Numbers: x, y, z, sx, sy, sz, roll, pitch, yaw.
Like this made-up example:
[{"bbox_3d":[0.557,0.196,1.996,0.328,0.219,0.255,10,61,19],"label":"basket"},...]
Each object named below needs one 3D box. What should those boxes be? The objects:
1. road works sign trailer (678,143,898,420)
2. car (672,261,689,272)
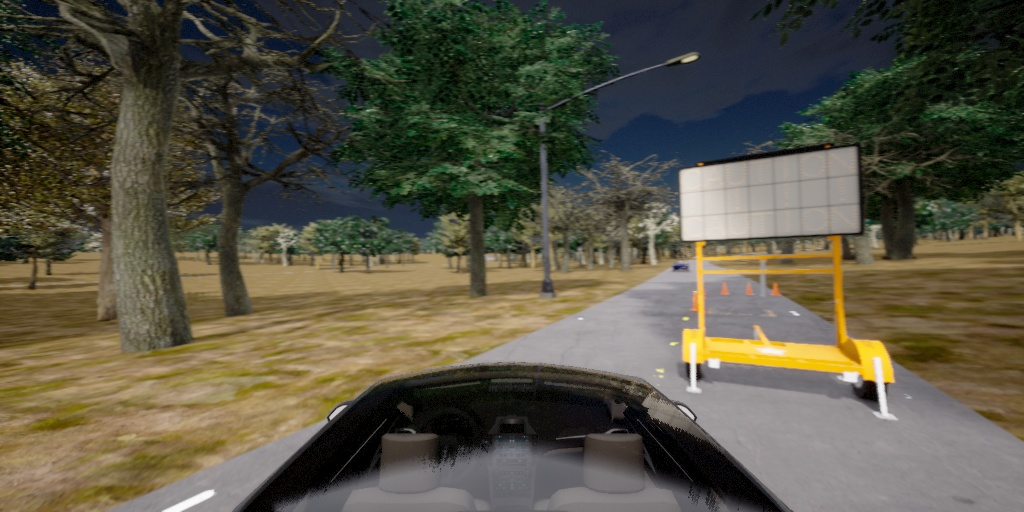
[{"bbox_3d":[4.177,0.130,5.900,2.380,3.560,2.880,0,0,29],"label":"road works sign trailer"},{"bbox_3d":[20.440,1.231,43.417,1.895,1.301,4.718,-2,-1,26],"label":"car"}]
